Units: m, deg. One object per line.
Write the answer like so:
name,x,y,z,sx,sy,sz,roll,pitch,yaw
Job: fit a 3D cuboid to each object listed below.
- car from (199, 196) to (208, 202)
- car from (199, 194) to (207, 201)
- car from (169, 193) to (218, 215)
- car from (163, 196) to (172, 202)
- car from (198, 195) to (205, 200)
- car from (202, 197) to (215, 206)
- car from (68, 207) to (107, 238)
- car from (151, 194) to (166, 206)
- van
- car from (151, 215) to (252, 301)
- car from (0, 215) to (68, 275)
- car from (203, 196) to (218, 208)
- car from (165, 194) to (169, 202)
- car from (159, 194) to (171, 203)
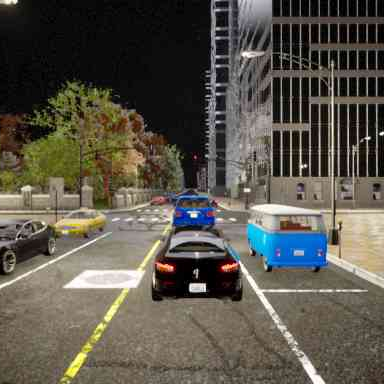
car,2.652,1.522,76.974,1.947,1.339,4.313,0,0,0
car,2.649,1.389,82.655,1.967,1.590,4.097,0,0,0
car,0.091,1.214,18.518,2.150,2.045,5.566,0,0,0
car,-5.730,1.538,76.974,1.802,1.307,4.206,0,0,0
car,2.643,1.453,94.191,1.752,1.417,4.829,0,0,0
car,2.663,1.539,54.250,1.947,1.339,4.313,0,0,0
car,-5.827,1.518,17.672,1.752,1.417,4.829,0,0,0
car,-5.717,1.518,54.243,1.887,1.381,4.507,0,0,0
van,2.769,1.338,10.444,1.690,1.788,3.998,0,0,0
car,0.098,1.523,8.168,1.812,1.442,4.674,0,0,0
car,-5.775,1.562,10.438,1.947,1.339,4.313,0,0,0
car,2.667,1.416,48.569,1.967,1.590,4.097,0,0,0
car,-5.721,1.521,59.926,2.008,1.369,4.403,0,0,0
car,-5.726,1.277,71.292,2.192,1.841,5.009,0,0,0
